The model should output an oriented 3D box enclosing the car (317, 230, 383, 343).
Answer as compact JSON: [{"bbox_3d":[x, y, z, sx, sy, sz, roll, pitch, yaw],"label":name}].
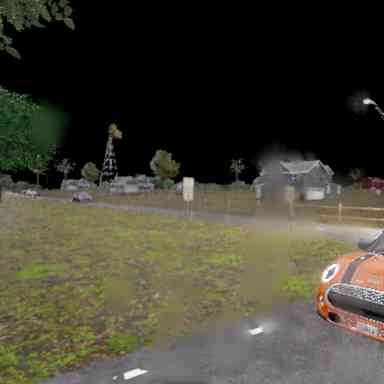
[{"bbox_3d":[4.308,1.352,6.025,4.553,1.767,2.097,0,0,-35],"label":"car"}]

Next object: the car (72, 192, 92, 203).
[{"bbox_3d":[-17.272,0.794,52.185,2.097,1.767,4.553,2,-1,-36],"label":"car"}]
